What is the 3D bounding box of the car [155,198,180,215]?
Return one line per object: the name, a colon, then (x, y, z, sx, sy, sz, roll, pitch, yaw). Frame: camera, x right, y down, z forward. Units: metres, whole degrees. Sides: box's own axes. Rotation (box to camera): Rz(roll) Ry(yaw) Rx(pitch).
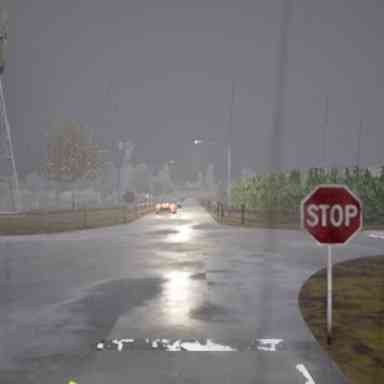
car: (-2.743, 1.509, 35.969, 2.097, 1.767, 4.553, 0, -1, 0)
